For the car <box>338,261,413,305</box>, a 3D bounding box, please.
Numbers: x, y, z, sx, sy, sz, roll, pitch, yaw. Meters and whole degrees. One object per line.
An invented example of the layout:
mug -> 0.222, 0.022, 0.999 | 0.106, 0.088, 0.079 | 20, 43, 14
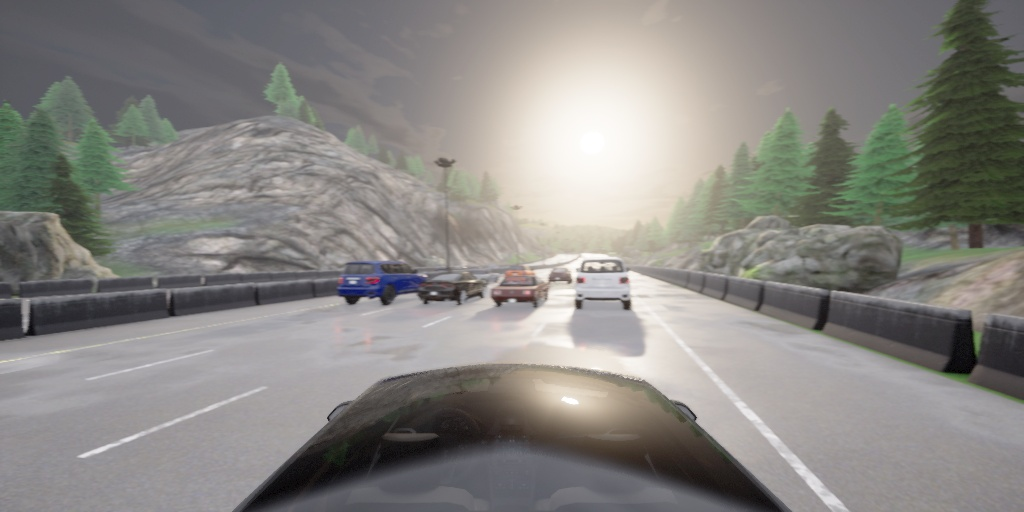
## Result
car -> -6.259, 1.266, 18.187 | 2.150, 2.045, 5.566 | -1, -1, 14

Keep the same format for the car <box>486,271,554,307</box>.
car -> 0.553, 1.535, 16.552 | 1.895, 1.301, 4.718 | -1, -1, 14

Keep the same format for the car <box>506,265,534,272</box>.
car -> 0.787, 1.561, 31.949 | 2.097, 1.767, 4.553 | -1, -1, 14

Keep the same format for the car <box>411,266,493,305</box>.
car -> -2.747, 1.476, 17.776 | 1.882, 1.535, 5.008 | -1, -1, 14

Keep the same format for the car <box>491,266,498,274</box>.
car -> -2.599, 1.870, 32.817 | 1.895, 1.301, 4.718 | -1, -1, 14

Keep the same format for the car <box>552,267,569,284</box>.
car -> 4.265, 1.682, 31.411 | 1.812, 1.442, 4.674 | -1, -1, 14

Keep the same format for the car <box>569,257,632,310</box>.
car -> 3.921, 1.091, 15.620 | 2.150, 2.045, 5.566 | -1, -1, 14
